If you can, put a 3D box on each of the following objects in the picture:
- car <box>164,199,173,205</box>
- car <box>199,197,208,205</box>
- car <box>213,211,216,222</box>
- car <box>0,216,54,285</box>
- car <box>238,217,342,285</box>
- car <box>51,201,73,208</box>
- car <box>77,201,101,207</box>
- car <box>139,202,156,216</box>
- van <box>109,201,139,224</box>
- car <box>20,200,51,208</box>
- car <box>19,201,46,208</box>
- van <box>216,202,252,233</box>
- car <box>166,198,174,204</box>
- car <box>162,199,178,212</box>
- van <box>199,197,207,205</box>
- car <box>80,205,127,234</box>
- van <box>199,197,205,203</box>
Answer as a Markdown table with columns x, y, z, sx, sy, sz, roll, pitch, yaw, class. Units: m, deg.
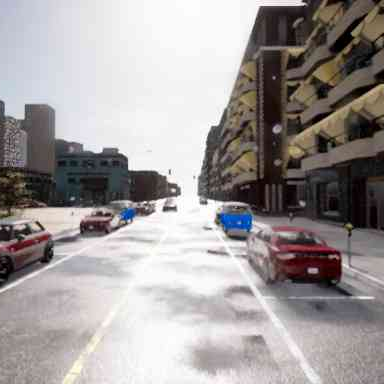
| x | y | z | sx | sy | sz | roll | pitch | yaw | class |
| --- | --- | --- | --- | --- | --- | --- | --- | --- | --- |
| -5.675 | 2.366 | 81.558 | 1.802 | 1.307 | 4.206 | 1 | 0 | 0 | car |
| 2.706 | 2.286 | 76.014 | 2.008 | 1.369 | 4.403 | 1 | 0 | 0 | car |
| 2.702 | 1.840 | 26.591 | 1.947 | 1.339 | 4.313 | 1 | -1 | 0 | car |
| -5.645 | 1.543 | 9.624 | 1.967 | 1.590 | 4.097 | 1 | -1 | 0 | car |
| 2.702 | 1.648 | 9.655 | 1.887 | 1.381 | 4.507 | 1 | -1 | 0 | car |
| -25.195 | 2.371 | 63.883 | 4.313 | 1.339 | 1.947 | 0 | -1 | 1 | car |
| -19.714 | 2.329 | 63.808 | 4.403 | 1.369 | 2.008 | 0 | -1 | 1 | car |
| -5.643 | 1.824 | 37.851 | 1.967 | 1.590 | 4.097 | 1 | -1 | 0 | car |
| -5.642 | 1.615 | 26.561 | 1.690 | 1.788 | 3.998 | 1 | -1 | 0 | van |
| -26.374 | 2.043 | 55.264 | 4.097 | 1.590 | 1.967 | 0 | -1 | 1 | car |
| -30.675 | 2.414 | 63.957 | 4.206 | 1.307 | 1.802 | 0 | -1 | 1 | car |
| 2.705 | 1.559 | 20.948 | 1.690 | 1.788 | 3.998 | 1 | -1 | 0 | van |
| -5.674 | 2.377 | 87.139 | 1.887 | 1.381 | 4.507 | 1 | 0 | 0 | car |
| -3.001 | 2.032 | 46.484 | 1.994 | 1.385 | 4.181 | 0 | -1 | 0 | car |
| 2.709 | 2.124 | 81.595 | 1.690 | 1.788 | 3.998 | 1 | 0 | 0 | van |
| -5.645 | 1.763 | 20.913 | 1.887 | 1.381 | 4.507 | 1 | -1 | 0 | car |
| 2.710 | 2.221 | 92.757 | 1.690 | 1.788 | 3.998 | 1 | 0 | 0 | van |
